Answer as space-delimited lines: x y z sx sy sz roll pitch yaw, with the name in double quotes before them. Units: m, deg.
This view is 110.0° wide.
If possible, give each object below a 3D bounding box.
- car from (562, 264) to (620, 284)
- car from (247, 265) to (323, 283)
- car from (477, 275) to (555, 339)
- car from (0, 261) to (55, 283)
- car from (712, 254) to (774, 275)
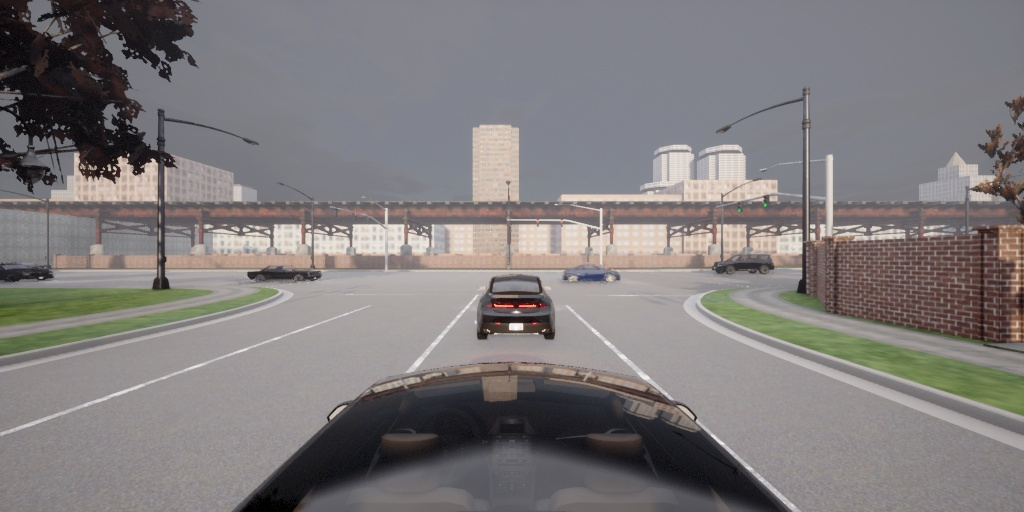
"car" 5.790 1.287 26.421 4.181 1.385 1.994 0 0 2
"car" -17.023 1.351 27.033 4.718 1.301 1.895 0 0 2
"car" 0.093 1.255 10.028 1.837 1.490 4.892 0 0 0
"car" -38.942 1.297 27.708 5.357 1.411 2.033 0 0 2
"car" 23.556 0.834 36.631 5.566 2.045 2.150 -1 0 3
